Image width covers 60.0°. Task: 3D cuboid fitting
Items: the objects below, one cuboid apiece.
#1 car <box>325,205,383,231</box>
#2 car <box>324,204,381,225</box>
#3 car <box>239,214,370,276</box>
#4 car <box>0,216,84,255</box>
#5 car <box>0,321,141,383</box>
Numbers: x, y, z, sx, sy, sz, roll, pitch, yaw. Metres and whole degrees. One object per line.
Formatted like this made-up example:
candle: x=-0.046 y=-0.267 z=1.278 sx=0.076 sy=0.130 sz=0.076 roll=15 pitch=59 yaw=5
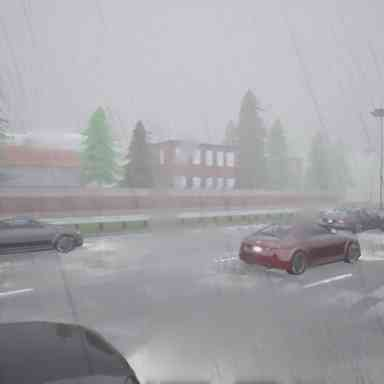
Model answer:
car: x=9.328 y=1.586 z=18.999 sx=5.357 sy=1.411 sz=2.033 roll=0 pitch=0 yaw=-35
car: x=12.358 y=1.652 z=25.481 sx=4.718 sy=1.301 sz=1.895 roll=0 pitch=0 yaw=-36
car: x=3.475 y=1.583 z=10.523 sx=4.181 sy=1.385 sz=1.994 roll=0 pitch=0 yaw=-36
car: x=-6.203 y=1.569 z=12.217 sx=4.181 sy=1.385 sz=1.994 roll=0 pitch=0 yaw=-36
car: x=-2.348 y=1.563 z=2.071 sx=4.181 sy=1.385 sz=1.994 roll=0 pitch=0 yaw=-36
